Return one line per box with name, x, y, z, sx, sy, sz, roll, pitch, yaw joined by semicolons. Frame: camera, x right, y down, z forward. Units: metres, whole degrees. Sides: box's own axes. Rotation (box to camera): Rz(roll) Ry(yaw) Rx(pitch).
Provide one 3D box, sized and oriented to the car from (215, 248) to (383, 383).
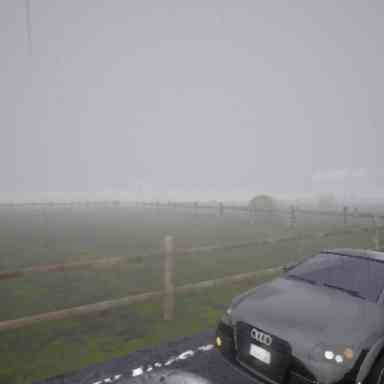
car;2.358;1.561;4.750;4.181;1.385;1.994;0;0;-35
